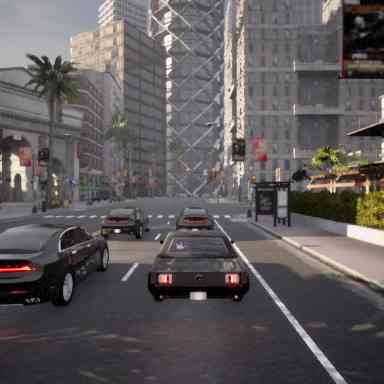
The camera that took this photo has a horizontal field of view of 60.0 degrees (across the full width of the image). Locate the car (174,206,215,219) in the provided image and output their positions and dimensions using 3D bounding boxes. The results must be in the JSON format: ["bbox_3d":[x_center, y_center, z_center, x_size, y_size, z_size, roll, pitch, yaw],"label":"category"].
[{"bbox_3d":[0.138,1.505,17.525,1.837,1.490,4.892,0,0,0],"label":"car"}]

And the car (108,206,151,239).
[{"bbox_3d":[-3.361,1.505,17.410,1.837,1.490,4.892,0,0,0],"label":"car"}]

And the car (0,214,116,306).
[{"bbox_3d":[-3.370,1.505,8.004,1.837,1.490,4.892,0,0,0],"label":"car"}]

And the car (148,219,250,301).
[{"bbox_3d":[0.122,1.601,8.262,1.895,1.301,4.718,0,0,0],"label":"car"}]
